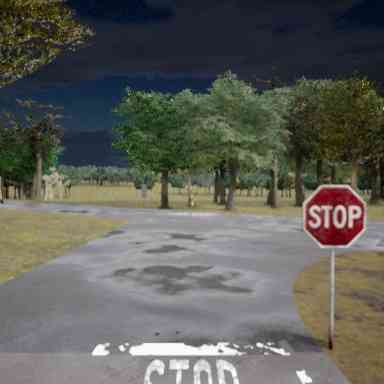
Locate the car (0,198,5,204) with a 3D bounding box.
[{"bbox_3d":[-29.613,1.172,49.366,4.181,1.385,1.994,1,1,35],"label":"car"}]
